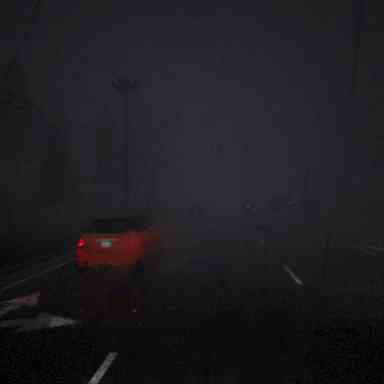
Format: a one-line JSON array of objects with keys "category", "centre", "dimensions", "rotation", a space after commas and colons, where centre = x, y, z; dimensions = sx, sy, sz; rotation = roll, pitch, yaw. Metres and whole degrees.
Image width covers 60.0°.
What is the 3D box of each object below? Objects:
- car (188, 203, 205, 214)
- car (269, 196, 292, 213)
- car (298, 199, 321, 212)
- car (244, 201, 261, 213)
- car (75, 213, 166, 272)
[{"category": "car", "centre": [0.615, 2.113, 43.091], "dimensions": [1.994, 1.385, 4.181], "rotation": [-2, -1, 5]}, {"category": "car", "centre": [11.151, 1.483, 42.033], "dimensions": [2.150, 2.045, 5.566], "rotation": [-2, -1, 5]}, {"category": "car", "centre": [14.620, 1.656, 41.504], "dimensions": [2.128, 1.511, 4.902], "rotation": [-2, -1, 5]}, {"category": "car", "centre": [7.692, 1.884, 42.558], "dimensions": [1.812, 1.442, 4.674], "rotation": [-2, -1, 5]}, {"category": "car", "centre": [-2.285, 1.566, 11.749], "dimensions": [2.097, 1.767, 4.553], "rotation": [-2, -1, 5]}]
